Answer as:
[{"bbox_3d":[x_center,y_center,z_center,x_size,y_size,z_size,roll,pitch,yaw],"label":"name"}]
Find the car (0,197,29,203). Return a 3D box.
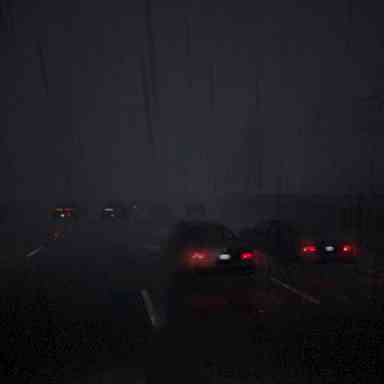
[{"bbox_3d":[-20.889,1.317,39.635,1.895,1.301,4.718,1,0,0],"label":"car"}]

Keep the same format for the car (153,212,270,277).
[{"bbox_3d":[0.210,1.600,10.421,2.033,1.411,5.357,1,0,-13],"label":"car"}]

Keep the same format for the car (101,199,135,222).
[{"bbox_3d":[-5.914,1.476,26.029,2.128,1.511,4.902,1,-1,-7],"label":"car"}]

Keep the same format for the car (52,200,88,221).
[{"bbox_3d":[-9.424,1.413,25.974,1.837,1.490,4.892,1,0,-6],"label":"car"}]

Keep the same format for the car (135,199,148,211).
[{"bbox_3d":[-6.685,1.564,41.211,1.812,1.442,4.674,1,0,0],"label":"car"}]

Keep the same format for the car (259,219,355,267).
[{"bbox_3d":[3.421,1.678,12.044,2.033,1.411,5.357,1,0,-13],"label":"car"}]

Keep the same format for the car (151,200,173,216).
[{"bbox_3d":[-3.004,1.562,33.342,1.882,1.535,5.008,1,0,-3],"label":"car"}]

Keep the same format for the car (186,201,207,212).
[{"bbox_3d":[0.428,1.644,34.690,1.882,1.535,5.008,1,0,-3],"label":"car"}]
